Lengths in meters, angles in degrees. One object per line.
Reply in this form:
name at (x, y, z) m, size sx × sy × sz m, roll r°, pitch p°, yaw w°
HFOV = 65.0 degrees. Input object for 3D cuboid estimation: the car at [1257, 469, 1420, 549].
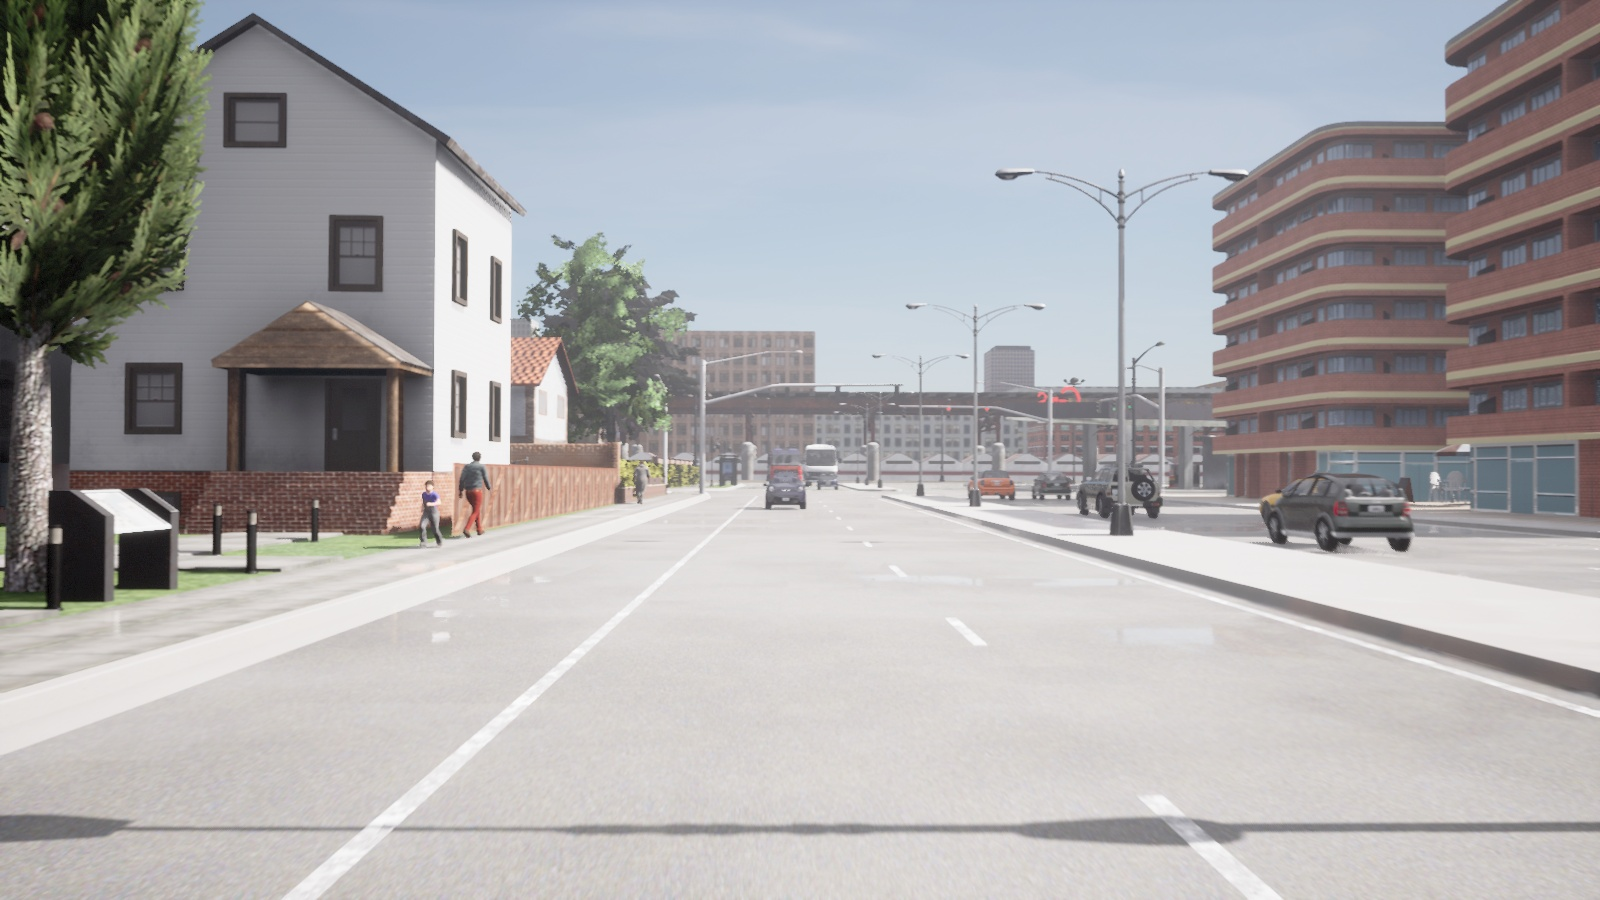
car at (11.194, 1.186, 26.396) m, size 1.789 × 1.549 × 3.705 m, roll 0°, pitch -1°, yaw -1°

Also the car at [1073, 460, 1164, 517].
car at (10.990, 1.315, 43.704) m, size 1.932 × 1.855 × 4.605 m, roll 0°, pitch -1°, yaw -1°

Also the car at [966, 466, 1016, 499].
car at (10.671, 1.808, 70.545) m, size 2.097 × 1.767 × 4.553 m, roll 0°, pitch -1°, yaw -1°

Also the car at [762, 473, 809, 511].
car at (-0.601, 1.691, 51.365) m, size 1.845 × 1.501 × 3.633 m, roll 0°, pitch -1°, yaw -1°

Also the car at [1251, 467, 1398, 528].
car at (14.589, 1.281, 35.299) m, size 1.801 × 1.575 × 5.366 m, roll 0°, pitch -1°, yaw -1°

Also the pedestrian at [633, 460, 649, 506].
pedestrian at (-6.734, 1.387, 53.021) m, size 0.659 × 1.952 × 0.873 m, roll 0°, pitch -1°, yaw -7°

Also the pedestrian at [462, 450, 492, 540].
pedestrian at (-6.724, 0.933, 26.140) m, size 0.353 × 1.847 × 0.614 m, roll 0°, pitch -1°, yaw 13°

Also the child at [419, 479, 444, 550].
child at (-6.594, 1.147, 22.473) m, size 0.270 × 1.263 × 0.437 m, roll 0°, pitch -1°, yaw 7°

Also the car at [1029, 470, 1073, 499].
car at (14.062, 1.913, 70.563) m, size 1.789 × 1.549 × 3.705 m, roll 0°, pitch -1°, yaw 1°
